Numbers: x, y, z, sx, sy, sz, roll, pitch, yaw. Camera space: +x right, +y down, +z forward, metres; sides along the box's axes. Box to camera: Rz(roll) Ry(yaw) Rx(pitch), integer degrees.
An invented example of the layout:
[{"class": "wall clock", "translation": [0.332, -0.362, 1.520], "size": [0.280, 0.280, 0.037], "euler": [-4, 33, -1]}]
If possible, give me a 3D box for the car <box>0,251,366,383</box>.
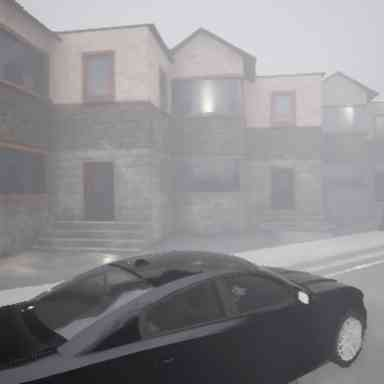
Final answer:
[{"class": "car", "translation": [0.142, 1.476, 4.003], "size": [5.008, 1.535, 1.882], "euler": [-1, 0, -35]}]
